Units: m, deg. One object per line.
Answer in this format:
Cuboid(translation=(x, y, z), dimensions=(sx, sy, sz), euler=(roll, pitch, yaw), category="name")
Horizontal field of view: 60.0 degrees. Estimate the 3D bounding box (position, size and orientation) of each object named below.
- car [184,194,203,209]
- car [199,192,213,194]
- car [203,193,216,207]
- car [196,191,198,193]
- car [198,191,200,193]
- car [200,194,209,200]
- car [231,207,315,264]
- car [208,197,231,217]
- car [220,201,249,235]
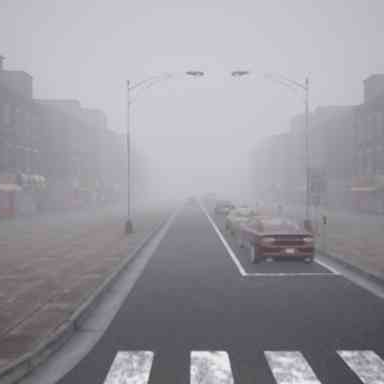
Cuboid(translation=(0.011, 1.254, 40.904), dimensions=(2.033, 1.411, 5.357), euler=(0, 0, 0), category="car")
Cuboid(translation=(2.651, 0.959, 50.941), dimensions=(2.192, 1.841, 5.009), euler=(0, 0, 0), category="car")
Cuboid(translation=(2.650, 1.238, 45.262), dimensions=(1.947, 1.339, 4.313), euler=(0, 0, 0), category="car")
Cuboid(translation=(2.664, 1.018, 90.698), dimensions=(2.008, 1.369, 4.403), euler=(0, 0, 0), category="car")
Cuboid(translation=(2.657, 0.998, 67.981), dimensions=(1.967, 1.590, 4.097), euler=(0, 0, 0), category="car")
Cuboid(translation=(2.659, 1.113, 73.661), dimensions=(1.802, 1.307, 4.206), euler=(0, 0, 0), category="car")
Cuboid(translation=(2.640, 1.436, 11.186), dimensions=(1.887, 1.381, 4.507), euler=(0, 0, 0), category="car")
Cuboid(translation=(2.644, 1.336, 28.224), dimensions=(1.947, 1.339, 4.313), euler=(0, 0, 0), category="car")
Cuboid(translation=(2.641, 1.373, 17.035), dimensions=(1.752, 1.417, 4.829), euler=(0, 0, 0), category="car")
